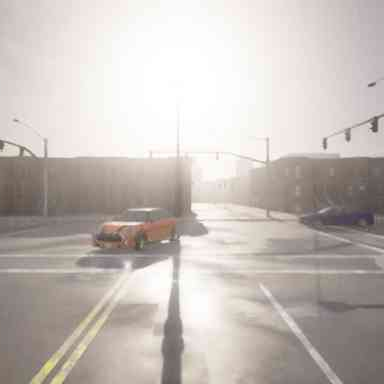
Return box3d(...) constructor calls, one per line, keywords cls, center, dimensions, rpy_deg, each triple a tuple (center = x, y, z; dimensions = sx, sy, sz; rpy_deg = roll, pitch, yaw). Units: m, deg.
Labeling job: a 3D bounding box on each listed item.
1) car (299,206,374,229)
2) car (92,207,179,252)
box3d(cls="car", center=(10.185, 1.754, 23.622), dimensions=(5.008, 1.535, 1.882), rpy_deg=(0, -1, 0))
box3d(cls="car", center=(-2.372, 1.528, 15.040), dimensions=(2.097, 1.767, 4.553), rpy_deg=(0, -1, 24))
